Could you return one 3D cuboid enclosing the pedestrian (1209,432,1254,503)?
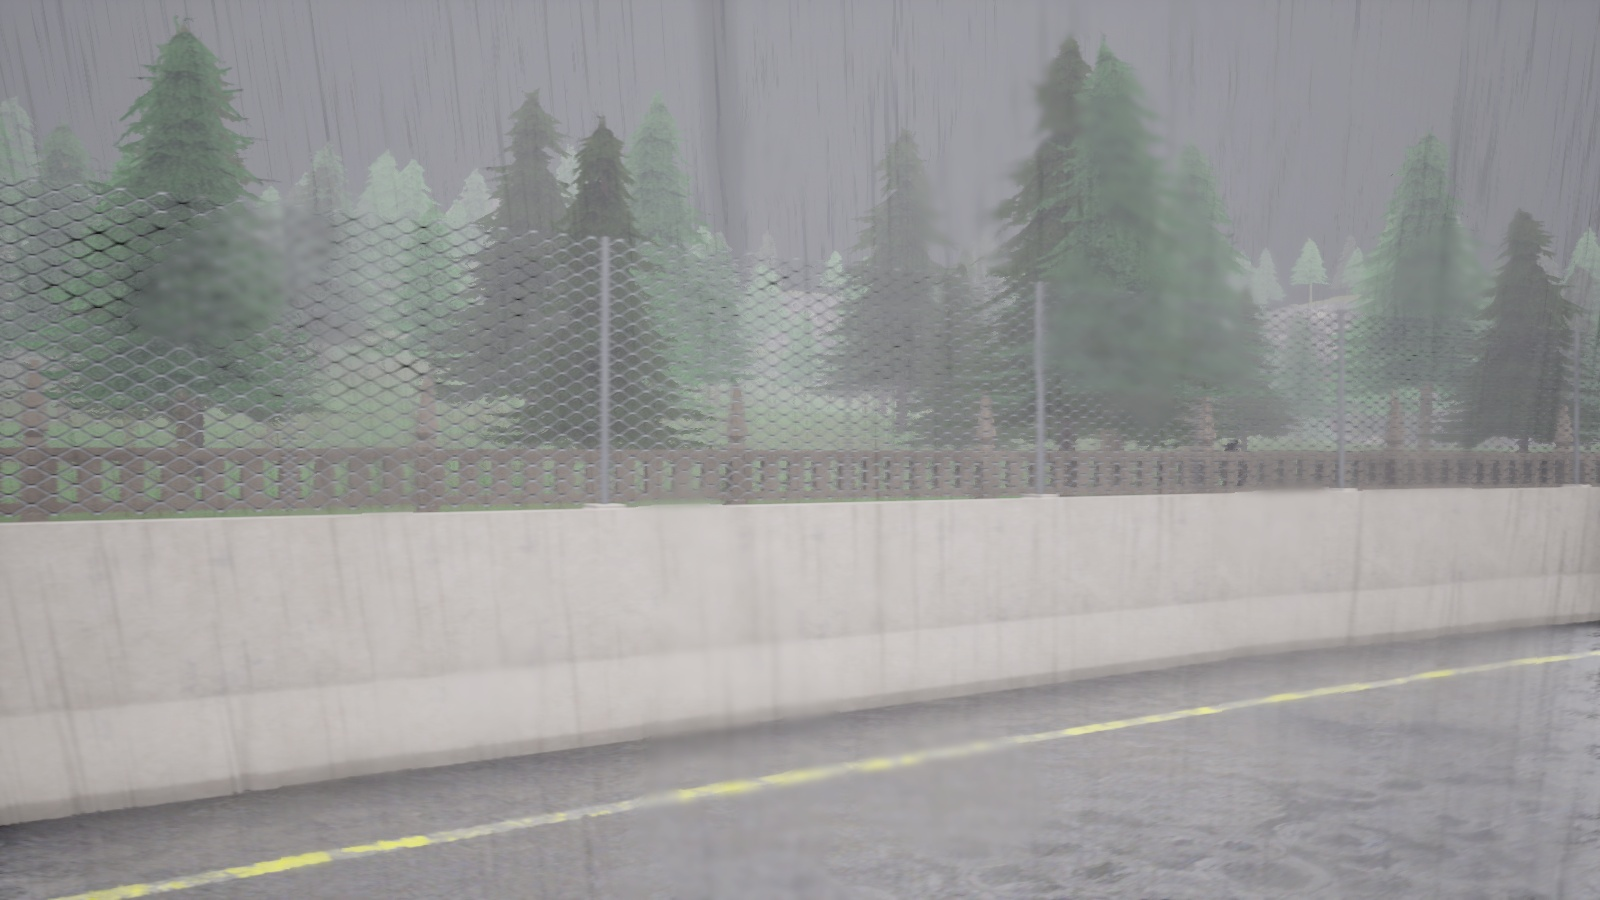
[{"bbox_3d":[11.404,0.459,33.191,0.899,1.844,0.634,0,0,-20],"label":"pedestrian"}]
